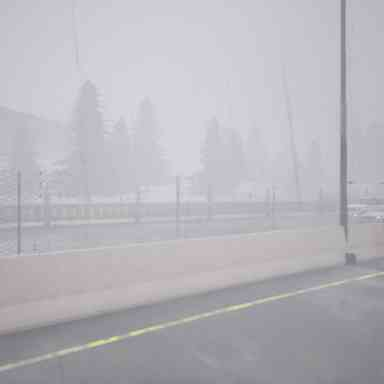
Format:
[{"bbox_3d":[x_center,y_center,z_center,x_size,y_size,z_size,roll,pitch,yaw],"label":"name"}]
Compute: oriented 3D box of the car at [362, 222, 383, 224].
[{"bbox_3d":[13.854,1.670,23.377,4.674,1.442,1.812,0,0,-23],"label":"car"}]
